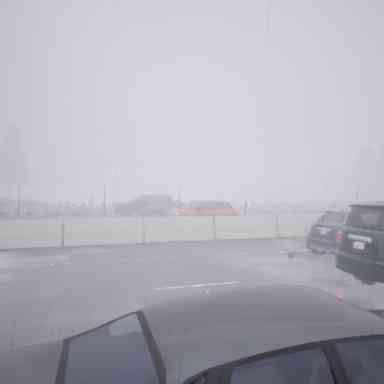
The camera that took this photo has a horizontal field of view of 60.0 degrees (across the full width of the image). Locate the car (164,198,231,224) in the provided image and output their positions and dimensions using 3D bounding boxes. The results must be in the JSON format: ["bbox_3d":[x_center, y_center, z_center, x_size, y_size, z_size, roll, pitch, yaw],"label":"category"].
[{"bbox_3d":[0.392,1.362,24.597,4.553,1.767,2.097,0,0,-17],"label":"car"}]

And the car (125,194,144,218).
[{"bbox_3d":[-4.318,1.225,30.496,5.566,2.045,2.150,0,0,-17],"label":"car"}]

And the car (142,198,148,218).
[{"bbox_3d":[-1.905,1.498,27.563,4.902,1.511,2.128,0,0,-17],"label":"car"}]

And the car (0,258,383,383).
[{"bbox_3d":[0.800,1.548,2.595,5.357,1.411,2.033,0,0,-17],"label":"car"}]

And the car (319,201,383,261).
[{"bbox_3d":[6.106,1.234,7.830,5.566,2.045,2.150,0,0,-17],"label":"car"}]

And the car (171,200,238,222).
[{"bbox_3d":[0.623,1.360,21.013,4.553,1.767,2.097,0,0,-17],"label":"car"}]

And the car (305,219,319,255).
[{"bbox_3d":[6.359,1.371,11.557,4.553,1.767,2.097,0,0,-17],"label":"car"}]
